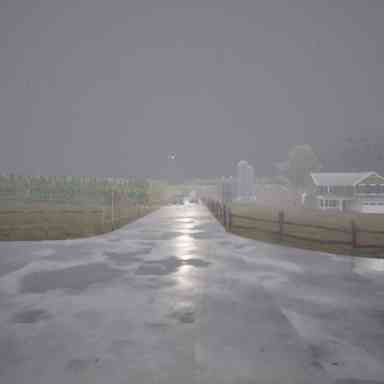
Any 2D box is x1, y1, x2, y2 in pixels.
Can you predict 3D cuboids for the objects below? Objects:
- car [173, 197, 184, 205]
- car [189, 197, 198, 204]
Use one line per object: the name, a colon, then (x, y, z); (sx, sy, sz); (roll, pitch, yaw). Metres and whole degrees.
car: (-2.419, 1.643, 59.654); (2.033, 1.411, 5.357); (0, 0, 0)
car: (0.365, 1.650, 65.862); (2.033, 1.411, 5.357); (0, 0, 0)
